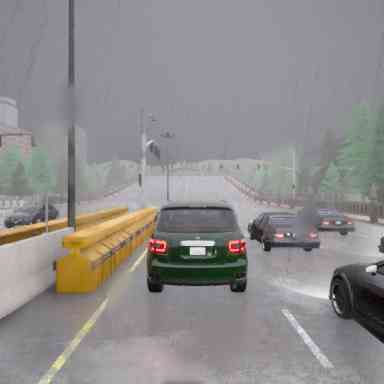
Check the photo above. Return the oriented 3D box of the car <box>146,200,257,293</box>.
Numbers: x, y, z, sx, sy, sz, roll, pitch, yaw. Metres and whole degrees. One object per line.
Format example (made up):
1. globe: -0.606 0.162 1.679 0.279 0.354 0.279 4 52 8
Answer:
1. car: 0.110 1.222 9.030 2.150 2.045 5.566 0 0 0

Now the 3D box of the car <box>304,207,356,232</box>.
1. car: 7.116 1.547 18.654 2.033 1.411 5.357 0 0 0

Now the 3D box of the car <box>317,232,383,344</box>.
1. car: 3.608 1.564 4.715 1.994 1.385 4.181 0 0 0

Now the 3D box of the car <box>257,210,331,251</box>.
1. car: 3.615 1.547 13.990 2.033 1.411 5.357 0 0 0

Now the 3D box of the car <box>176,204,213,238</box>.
1. car: 0.119 1.505 18.881 1.837 1.490 4.892 0 0 0
